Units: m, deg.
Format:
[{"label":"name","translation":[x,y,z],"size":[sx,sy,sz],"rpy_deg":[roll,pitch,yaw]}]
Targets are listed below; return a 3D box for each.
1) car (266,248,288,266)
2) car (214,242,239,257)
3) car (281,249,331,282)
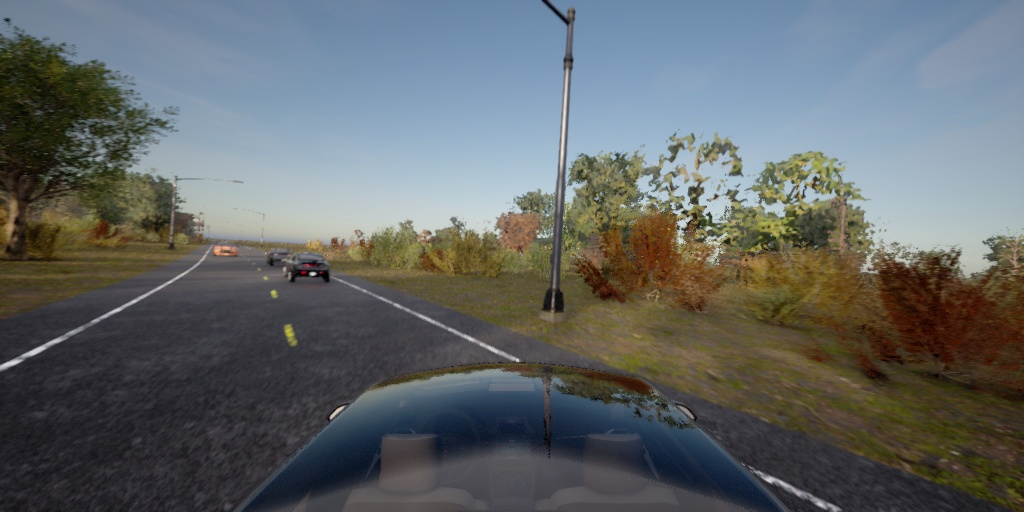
[{"label":"car","translation":[-20.297,0.035,31.460],"size":[2.128,1.511,4.902],"rpy_deg":[4,0,-39]},{"label":"car","translation":[-32.671,-0.854,41.023],"size":[2.097,1.767,4.553],"rpy_deg":[4,0,-39]},{"label":"car","translation":[-11.468,0.576,20.029],"size":[1.837,1.490,4.892],"rpy_deg":[4,0,-37]}]
